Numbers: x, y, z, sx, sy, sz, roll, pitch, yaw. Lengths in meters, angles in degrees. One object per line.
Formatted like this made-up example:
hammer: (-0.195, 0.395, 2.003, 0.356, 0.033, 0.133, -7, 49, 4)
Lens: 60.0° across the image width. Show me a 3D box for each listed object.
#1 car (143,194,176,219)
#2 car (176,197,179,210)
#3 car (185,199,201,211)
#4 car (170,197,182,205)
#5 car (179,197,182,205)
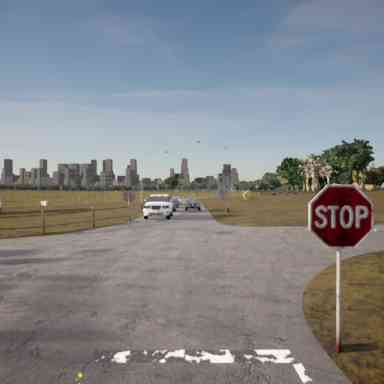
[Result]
car: (-2.850, 1.218, 29.050, 2.150, 2.045, 5.566, 0, 0, 0)
car: (-2.848, 1.526, 38.849, 1.812, 1.442, 4.674, 0, 0, 0)
car: (0.092, 1.550, 41.574, 2.033, 1.411, 5.357, 0, 0, 0)
car: (-2.771, 1.567, 58.982, 1.812, 1.442, 4.674, 0, 0, 0)
car: (-2.837, 1.562, 48.679, 2.033, 1.411, 5.357, 0, 0, 0)
